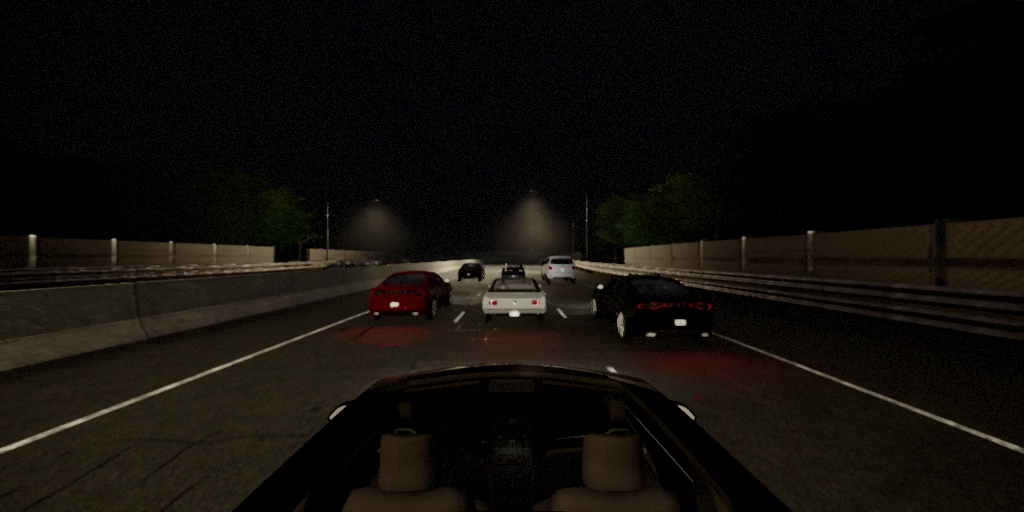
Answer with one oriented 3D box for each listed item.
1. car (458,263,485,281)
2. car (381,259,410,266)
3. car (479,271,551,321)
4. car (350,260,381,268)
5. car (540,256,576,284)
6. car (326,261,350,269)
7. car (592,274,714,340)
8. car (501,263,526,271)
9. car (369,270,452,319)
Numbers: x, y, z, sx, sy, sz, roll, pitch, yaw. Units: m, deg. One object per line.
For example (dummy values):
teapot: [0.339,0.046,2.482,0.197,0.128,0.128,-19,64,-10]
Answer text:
car: [-3.393,1.297,30.650,1.882,1.535,5.008,0,0,0]
car: [-14.058,1.202,44.465,2.097,1.767,4.553,0,0,0]
car: [0.090,1.377,12.514,1.895,1.301,4.718,0,0,0]
car: [-17.557,1.343,44.387,2.128,1.511,4.902,0,0,0]
car: [3.604,1.033,28.235,2.150,2.045,5.566,0,0,0]
car: [-21.056,1.343,44.282,2.128,1.511,4.902,0,0,0]
car: [3.575,1.248,10.048,1.882,1.535,5.008,0,0,0]
car: [0.103,1.307,29.113,2.128,1.511,4.902,0,0,0]
car: [-3.411,1.255,12.926,1.882,1.535,5.008,0,0,0]
